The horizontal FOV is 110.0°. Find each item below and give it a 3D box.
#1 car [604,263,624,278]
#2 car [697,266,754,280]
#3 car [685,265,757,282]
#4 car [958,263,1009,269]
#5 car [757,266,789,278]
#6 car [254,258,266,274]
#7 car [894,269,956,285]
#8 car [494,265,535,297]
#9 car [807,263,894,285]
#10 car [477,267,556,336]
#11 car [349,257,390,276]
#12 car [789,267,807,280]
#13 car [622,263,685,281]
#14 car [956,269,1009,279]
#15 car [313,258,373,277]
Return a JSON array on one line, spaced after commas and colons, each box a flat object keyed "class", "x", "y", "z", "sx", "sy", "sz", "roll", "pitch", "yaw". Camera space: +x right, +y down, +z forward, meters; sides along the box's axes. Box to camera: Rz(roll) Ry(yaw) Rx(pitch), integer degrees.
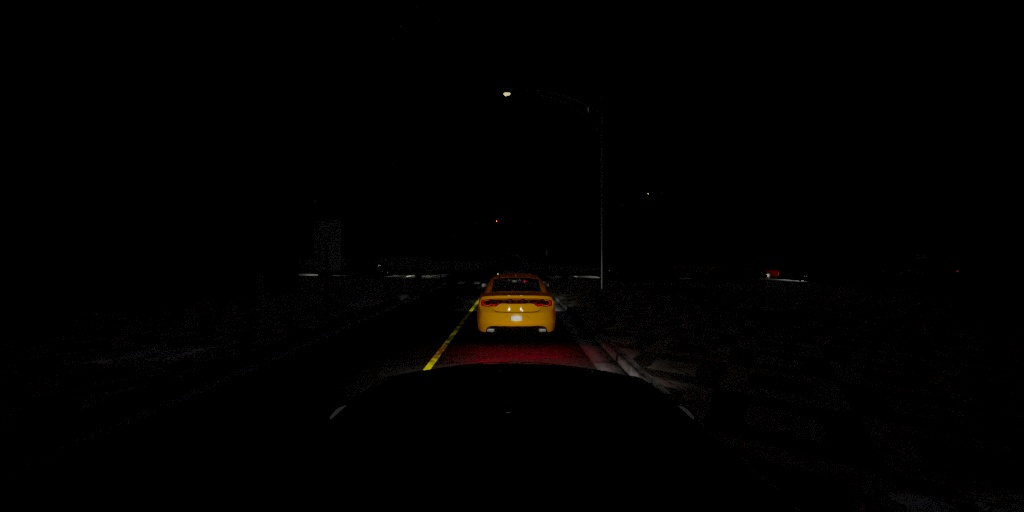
[{"class": "car", "x": 11.902, "y": 1.454, "z": 36.816, "sx": 4.892, "sy": 1.490, "sz": 1.837, "roll": 1, "pitch": 0, "yaw": 0}, {"class": "car", "x": 21.820, "y": 1.704, "z": 36.809, "sx": 4.718, "sy": 1.301, "sz": 1.895, "roll": 1, "pitch": 0, "yaw": 0}, {"class": "car", "x": 17.956, "y": 1.569, "z": 30.954, "sx": 4.829, "sy": 1.417, "sz": 1.751, "roll": 0, "pitch": 0, "yaw": 0}, {"class": "car", "x": 45.162, "y": 1.713, "z": 33.588, "sx": 5.566, "sy": 2.045, "sz": 2.150, "roll": 1, "pitch": 0, "yaw": -1}, {"class": "car", "x": 29.087, "y": 1.763, "z": 39.472, "sx": 4.507, "sy": 1.381, "sz": 1.888, "roll": 0, "pitch": 0, "yaw": 0}, {"class": "car", "x": -23.879, "y": 0.928, "z": 33.647, "sx": 4.902, "sy": 1.511, "sz": 2.128, "roll": 1, "pitch": 0, "yaw": 0}, {"class": "car", "x": 34.717, "y": 1.862, "z": 30.942, "sx": 4.507, "sy": 1.381, "sz": 1.888, "roll": 0, "pitch": 0, "yaw": 0}, {"class": "car", "x": 0.111, "y": 1.296, "z": 20.232, "sx": 2.033, "sy": 1.411, "sz": 5.357, "roll": 0, "pitch": 0, "yaw": 0}, {"class": "car", "x": 29.073, "y": 1.539, "z": 30.946, "sx": 5.009, "sy": 1.841, "sz": 2.192, "roll": 0, "pitch": 0, "yaw": 0}, {"class": "car", "x": 0.104, "y": 1.227, "z": 10.405, "sx": 1.882, "sy": 1.535, "sz": 5.008, "roll": 0, "pitch": 0, "yaw": 0}, {"class": "car", "x": -13.881, "y": 0.926, "z": 33.594, "sx": 4.553, "sy": 1.767, "sz": 2.097, "roll": 1, "pitch": 0, "yaw": 1}, {"class": "car", "x": 31.886, "y": 1.771, "z": 36.793, "sx": 4.892, "sy": 1.490, "sz": 1.837, "roll": 1, "pitch": 0, "yaw": 0}, {"class": "car", "x": 12.144, "y": 1.522, "z": 30.958, "sx": 4.313, "sy": 1.339, "sz": 1.948, "roll": 0, "pitch": 0, "yaw": 0}, {"class": "car", "x": 40.367, "y": 1.994, "z": 30.938, "sx": 4.207, "sy": 1.307, "sz": 1.802, "roll": 0, "pitch": 0, "yaw": 0}, {"class": "car", "x": -14.764, "y": 1.114, "z": 30.882, "sx": 4.403, "sy": 1.370, "sz": 2.007, "roll": 0, "pitch": 0, "yaw": 0}]
